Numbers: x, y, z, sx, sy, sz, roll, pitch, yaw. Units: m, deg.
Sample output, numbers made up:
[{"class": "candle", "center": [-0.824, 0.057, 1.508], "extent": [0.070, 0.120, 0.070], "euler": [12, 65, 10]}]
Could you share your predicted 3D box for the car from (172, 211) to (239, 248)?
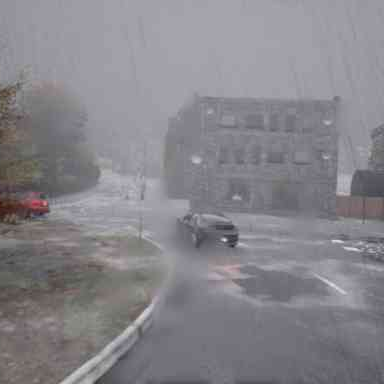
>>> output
[{"class": "car", "center": [0.502, 1.669, 15.690], "extent": [1.837, 1.490, 4.892], "euler": [3, 0, -19]}]

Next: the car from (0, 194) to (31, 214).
[{"class": "car", "center": [-17.350, 1.015, 29.727], "extent": [5.008, 1.535, 1.882], "euler": [2, 3, -1]}]

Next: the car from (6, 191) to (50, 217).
[{"class": "car", "center": [-14.215, 0.944, 26.612], "extent": [5.566, 2.045, 2.150], "euler": [2, -1, 9]}]
